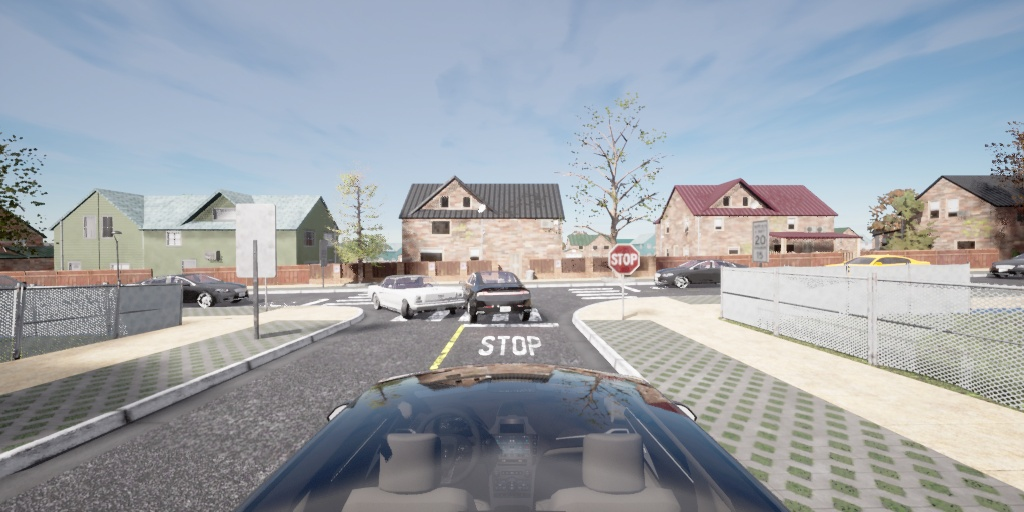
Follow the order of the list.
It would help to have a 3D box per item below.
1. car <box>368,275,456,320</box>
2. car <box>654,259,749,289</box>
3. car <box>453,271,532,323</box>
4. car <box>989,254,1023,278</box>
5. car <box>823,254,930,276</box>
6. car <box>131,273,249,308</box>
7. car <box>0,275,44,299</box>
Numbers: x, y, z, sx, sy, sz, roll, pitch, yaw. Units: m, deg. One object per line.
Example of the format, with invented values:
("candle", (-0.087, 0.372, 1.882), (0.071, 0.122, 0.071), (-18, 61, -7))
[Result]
("car", (-3.603, 1.368, 13.036), (1.895, 1.301, 4.718), (0, 0, -38))
("car", (10.328, 0.926, 19.587), (4.902, 1.511, 2.128), (-1, 1, 0))
("car", (-0.687, 1.243, 12.177), (2.128, 1.511, 4.902), (0, 0, -12))
("car", (29.383, 0.478, 19.662), (4.902, 1.511, 2.128), (-1, 1, 0))
("car", (19.759, 0.690, 19.624), (5.008, 1.535, 1.882), (-1, 1, -1))
("car", (-14.904, 1.567, 16.531), (4.902, 1.511, 2.128), (-1, 1, 0))
("car", (-24.241, 1.648, 16.489), (4.553, 1.767, 2.097), (-1, 1, 0))
